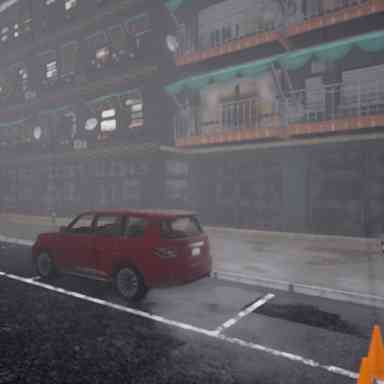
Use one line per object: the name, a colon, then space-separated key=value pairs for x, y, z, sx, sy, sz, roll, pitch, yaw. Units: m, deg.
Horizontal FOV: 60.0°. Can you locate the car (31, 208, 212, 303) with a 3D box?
car: x=-1.879 y=1.309 z=8.253 sx=5.009 sy=1.841 sz=2.192 roll=0 pitch=0 yaw=35

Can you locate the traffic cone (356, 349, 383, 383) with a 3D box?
traffic cone: x=1.733 y=1.963 z=3.336 sx=0.340 sy=0.580 sz=0.340 roll=0 pitch=0 yaw=35

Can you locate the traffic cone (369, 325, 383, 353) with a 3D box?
traffic cone: x=2.305 y=1.965 z=4.156 sx=0.340 sy=0.580 sz=0.340 roll=0 pitch=0 yaw=35
